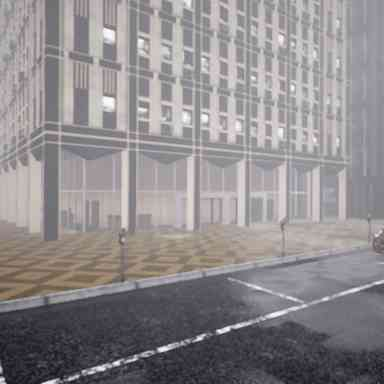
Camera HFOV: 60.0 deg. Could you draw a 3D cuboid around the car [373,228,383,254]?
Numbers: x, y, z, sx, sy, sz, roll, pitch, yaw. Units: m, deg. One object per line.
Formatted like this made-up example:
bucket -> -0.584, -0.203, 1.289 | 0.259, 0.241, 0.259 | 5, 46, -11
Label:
car -> 8.743, 1.573, 12.835 | 4.097, 1.590, 1.967 | 1, -1, -36
